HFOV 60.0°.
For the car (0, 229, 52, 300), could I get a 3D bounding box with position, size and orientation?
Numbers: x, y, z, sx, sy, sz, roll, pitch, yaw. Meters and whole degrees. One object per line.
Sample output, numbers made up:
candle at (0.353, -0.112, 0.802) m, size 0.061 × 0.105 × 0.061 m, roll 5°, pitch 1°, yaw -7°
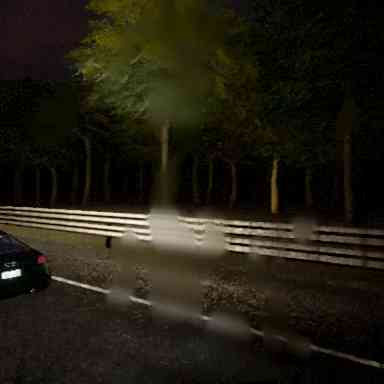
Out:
car at (-5.035, 1.505, 7.429) m, size 4.181 × 1.385 × 1.994 m, roll 0°, pitch 0°, yaw 35°
